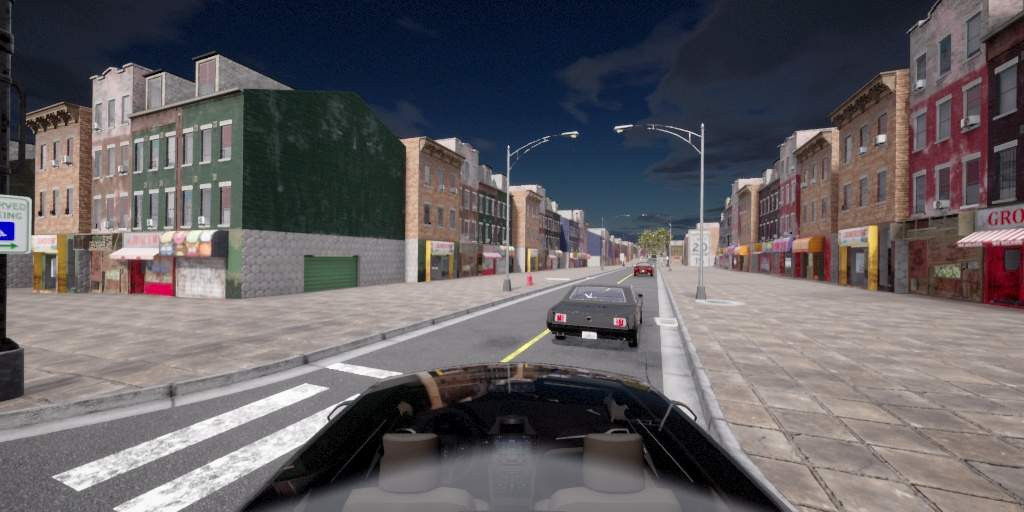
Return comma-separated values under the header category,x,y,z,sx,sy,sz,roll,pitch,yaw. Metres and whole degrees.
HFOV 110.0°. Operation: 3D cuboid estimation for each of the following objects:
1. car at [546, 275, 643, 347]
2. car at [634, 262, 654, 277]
category,x,y,z,sx,sy,sz,roll,pitch,yaw
car,2.431,1.345,9.442,1.895,1.301,4.718,1,0,22
car,14.300,1.394,38.841,1.882,1.535,5.008,1,0,22
